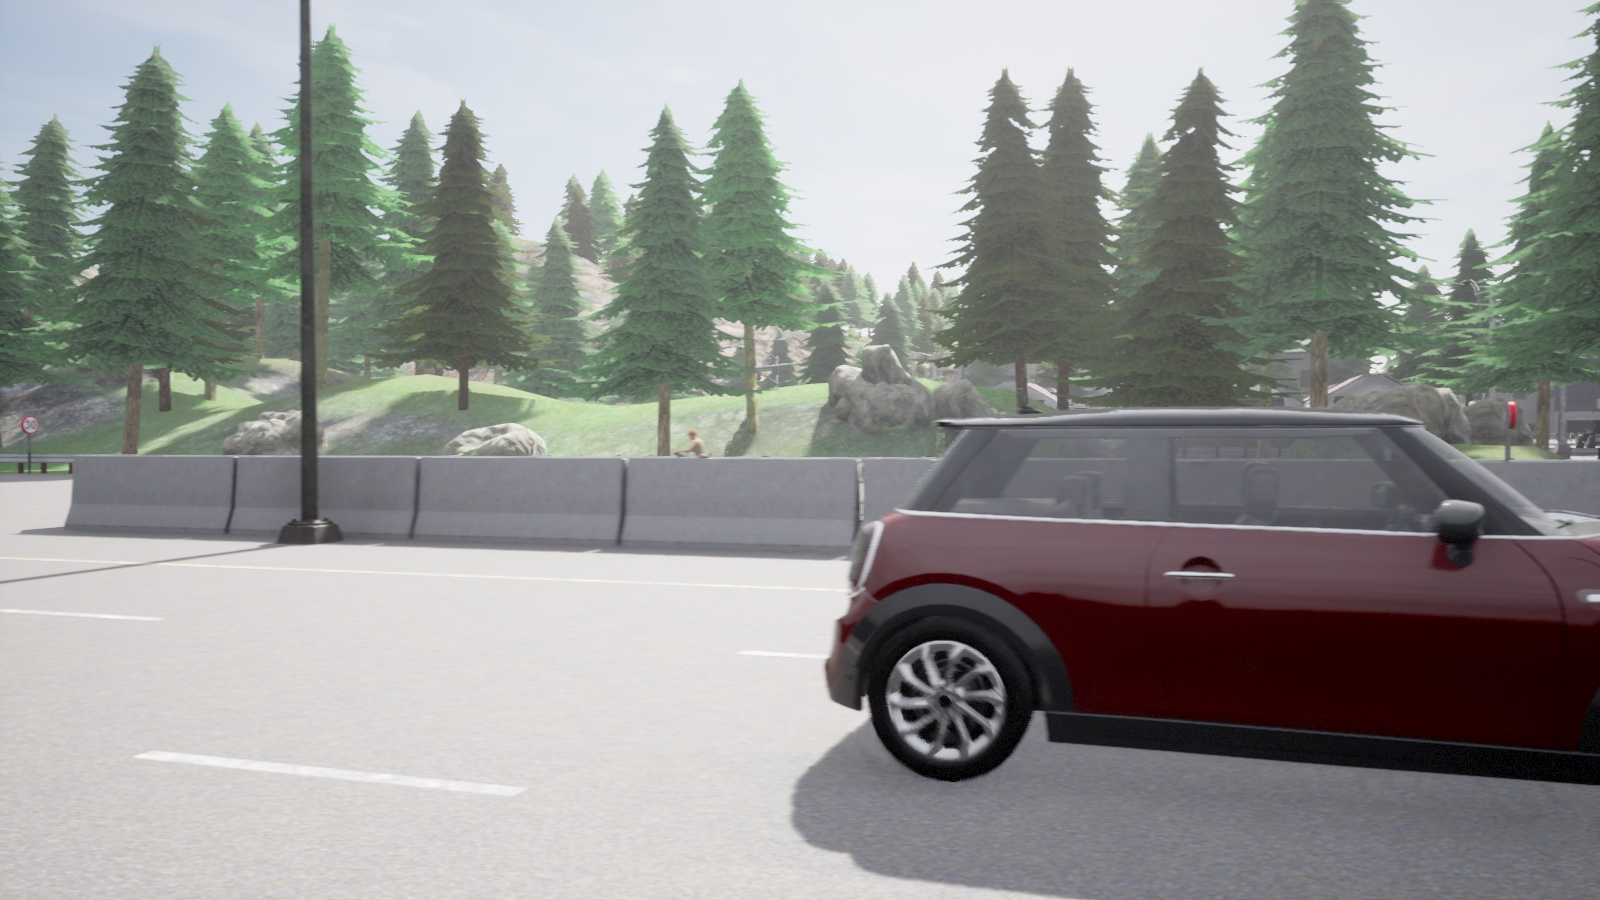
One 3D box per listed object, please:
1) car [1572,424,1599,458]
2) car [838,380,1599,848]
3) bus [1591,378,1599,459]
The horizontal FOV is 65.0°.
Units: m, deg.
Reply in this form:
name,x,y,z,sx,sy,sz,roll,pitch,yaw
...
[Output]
name,x,y,z,sx,sy,sz,roll,pitch,yaw
car,47.272,-0.521,74.198,1.905,1.878,3.866,2,3,18
car,2.664,0.600,5.947,4.553,1.767,2.097,1,1,18
bus,42.319,-1.573,61.949,3.944,4.253,10.273,1,1,23
